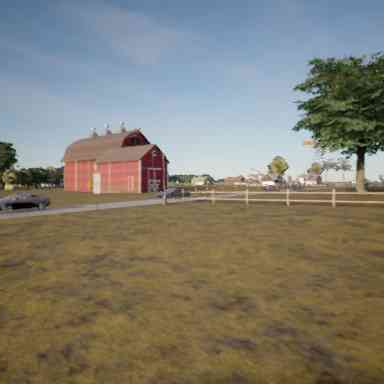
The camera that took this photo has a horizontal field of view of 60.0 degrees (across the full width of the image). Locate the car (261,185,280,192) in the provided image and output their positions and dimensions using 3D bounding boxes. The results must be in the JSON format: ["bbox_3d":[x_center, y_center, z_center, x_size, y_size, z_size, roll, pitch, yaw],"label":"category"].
[{"bbox_3d":[14.861,-0.700,62.809,2.033,1.411,5.357,0,2,35],"label":"car"}]

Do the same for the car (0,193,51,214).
[{"bbox_3d":[-14.064,0.847,27.254,2.128,1.511,4.902,0,2,35],"label":"car"}]

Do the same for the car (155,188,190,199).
[{"bbox_3d":[-2.452,0.173,43.558,2.033,1.411,5.357,0,2,36],"label":"car"}]

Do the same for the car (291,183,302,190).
[{"bbox_3d":[23.653,-1.205,75.329,1.837,1.490,4.892,0,2,35],"label":"car"}]
